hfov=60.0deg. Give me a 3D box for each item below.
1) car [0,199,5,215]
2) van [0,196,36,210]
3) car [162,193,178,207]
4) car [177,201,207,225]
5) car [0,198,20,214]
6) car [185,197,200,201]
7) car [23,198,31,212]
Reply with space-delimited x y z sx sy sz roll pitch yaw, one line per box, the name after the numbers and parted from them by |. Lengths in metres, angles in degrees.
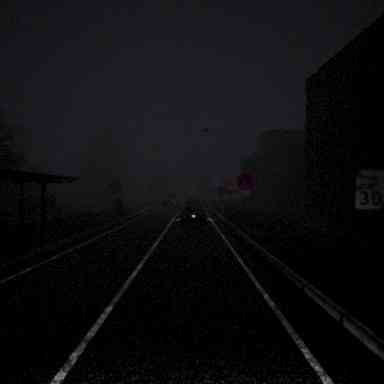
-22.129 1.726 33.511 4.792 1.488 2.163 0 0 0 | car
-21.990 1.528 41.838 4.442 1.987 1.878 0 0 0 | van
-3.231 1.154 50.106 2.150 2.045 5.566 0 0 0 | car
0.110 1.674 25.397 1.994 1.385 4.181 0 0 0 | car
-21.916 1.713 36.286 5.366 1.575 1.946 0 0 0 | car
0.111 1.342 41.535 1.812 1.442 4.674 0 2 0 | car
-22.134 1.764 39.062 4.792 1.488 2.163 0 0 0 | car
